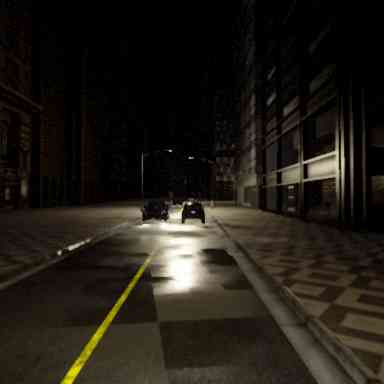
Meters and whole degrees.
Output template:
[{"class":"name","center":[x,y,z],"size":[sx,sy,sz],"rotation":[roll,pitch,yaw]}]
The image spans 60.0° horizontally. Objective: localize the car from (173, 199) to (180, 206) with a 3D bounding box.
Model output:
[{"class":"car","center":[-3.006,2.110,69.350],"size":[2.033,1.411,5.357],"rotation":[0,0,0]}]

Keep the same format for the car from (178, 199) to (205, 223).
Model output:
[{"class":"car","center":[0.096,1.673,28.328],"size":[2.033,1.649,4.856],"rotation":[0,0,0]}]

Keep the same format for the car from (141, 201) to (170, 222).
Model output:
[{"class":"car","center":[-3.099,1.600,28.991],"size":[2.097,1.767,4.553],"rotation":[0,0,0]}]
